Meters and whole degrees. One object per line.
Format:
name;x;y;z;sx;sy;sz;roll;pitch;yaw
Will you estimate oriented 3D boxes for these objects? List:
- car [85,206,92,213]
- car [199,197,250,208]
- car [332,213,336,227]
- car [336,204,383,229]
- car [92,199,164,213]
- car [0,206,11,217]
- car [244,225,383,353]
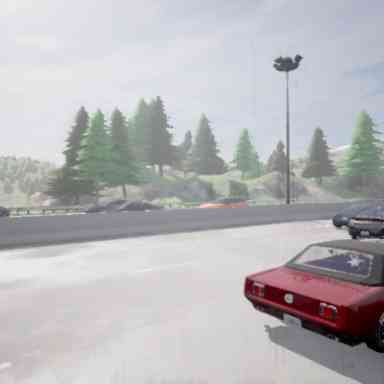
car;-6.854;1.405;29.135;4.892;1.490;1.837;-1;0;-35
car;2.654;1.191;27.225;4.553;1.767;2.097;-1;0;-35
car;10.058;1.391;19.206;4.181;1.385;1.994;-1;0;-32
car;8.613;1.355;14.135;4.902;1.511;2.128;-1;0;-35
car;-4.714;1.446;26.386;5.357;1.411;2.033;-1;0;-35
car;-16.777;1.551;26.406;4.181;1.385;1.994;-1;0;-35
car;3.253;1.546;6.064;4.718;1.301;1.895;-1;0;-36
